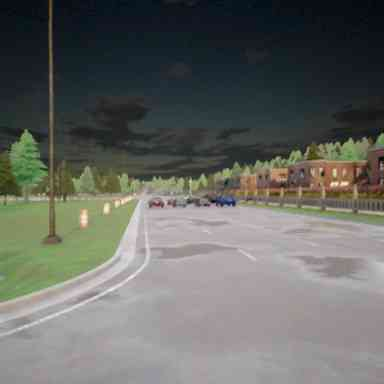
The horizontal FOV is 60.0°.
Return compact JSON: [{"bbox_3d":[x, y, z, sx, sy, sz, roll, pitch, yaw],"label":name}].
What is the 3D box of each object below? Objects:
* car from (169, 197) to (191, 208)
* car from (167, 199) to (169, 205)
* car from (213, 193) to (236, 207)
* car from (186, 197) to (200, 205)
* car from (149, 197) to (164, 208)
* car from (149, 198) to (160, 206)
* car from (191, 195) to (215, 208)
[{"bbox_3d":[-1.899,1.650,50.794,2.033,1.411,5.357,-1,0,-8],"label":"car"},{"bbox_3d":[-3.349,1.695,60.279,1.994,1.385,4.181,-1,0,-8],"label":"car"},{"bbox_3d":[5.162,1.260,50.802,2.150,2.045,5.566,-1,0,-8],"label":"car"},{"bbox_3d":[0.113,1.605,60.788,1.837,1.490,4.892,-1,0,-8],"label":"car"},{"bbox_3d":[-5.316,1.484,49.935,2.097,1.767,4.553,-1,0,-8],"label":"car"},{"bbox_3d":[-6.816,1.762,59.800,1.895,1.301,4.718,-1,0,-8],"label":"car"},{"bbox_3d":[1.616,1.618,50.917,2.033,1.411,5.357,-1,0,-8],"label":"car"}]
